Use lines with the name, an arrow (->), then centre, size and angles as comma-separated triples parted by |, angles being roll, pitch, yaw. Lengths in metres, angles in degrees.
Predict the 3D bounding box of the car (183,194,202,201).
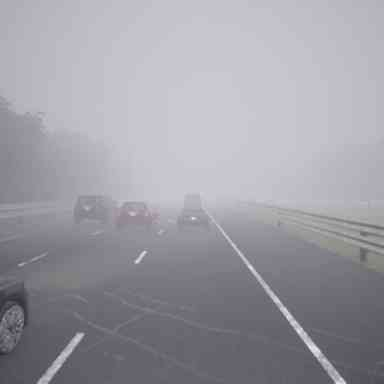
car -> 0.067, 1.217, 40.568 | 2.150, 2.045, 5.566 | 0, -1, 0

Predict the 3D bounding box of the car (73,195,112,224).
car -> -6.919, 1.212, 24.524 | 2.150, 2.045, 5.566 | 0, 0, 0

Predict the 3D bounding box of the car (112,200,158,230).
car -> -3.416, 1.341, 21.306 | 2.097, 1.767, 4.553 | 0, 0, 0

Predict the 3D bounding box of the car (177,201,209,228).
car -> 0.083, 1.553, 21.825 | 1.994, 1.385, 4.181 | 0, 0, 0

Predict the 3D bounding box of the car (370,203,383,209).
car -> 27.107, 1.645, 46.205 | 1.801, 1.575, 5.366 | 0, 0, -24

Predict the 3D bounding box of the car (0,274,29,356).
car -> -3.386, 1.470, 3.146 | 2.128, 1.511, 4.902 | 2, 0, 0
